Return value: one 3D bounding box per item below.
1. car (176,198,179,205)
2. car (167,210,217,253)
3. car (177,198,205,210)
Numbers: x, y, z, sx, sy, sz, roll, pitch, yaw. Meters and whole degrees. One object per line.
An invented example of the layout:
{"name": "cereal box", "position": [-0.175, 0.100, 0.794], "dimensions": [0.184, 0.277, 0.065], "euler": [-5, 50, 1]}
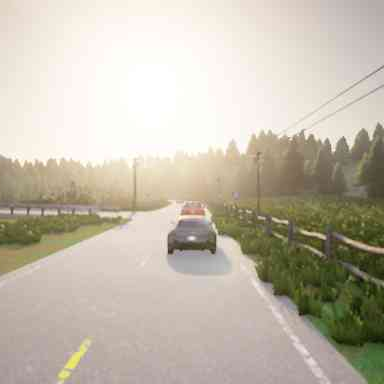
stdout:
{"name": "car", "position": [-2.923, 2.292, 81.038], "dimensions": [2.128, 1.511, 4.902], "euler": [0, -1, -2]}
{"name": "car", "position": [0.000, 1.700, 14.290], "dimensions": [1.994, 1.385, 4.181], "euler": [0, 0, 0]}
{"name": "car", "position": [0.078, 1.626, 29.076], "dimensions": [2.097, 1.767, 4.553], "euler": [0, -1, 1]}
